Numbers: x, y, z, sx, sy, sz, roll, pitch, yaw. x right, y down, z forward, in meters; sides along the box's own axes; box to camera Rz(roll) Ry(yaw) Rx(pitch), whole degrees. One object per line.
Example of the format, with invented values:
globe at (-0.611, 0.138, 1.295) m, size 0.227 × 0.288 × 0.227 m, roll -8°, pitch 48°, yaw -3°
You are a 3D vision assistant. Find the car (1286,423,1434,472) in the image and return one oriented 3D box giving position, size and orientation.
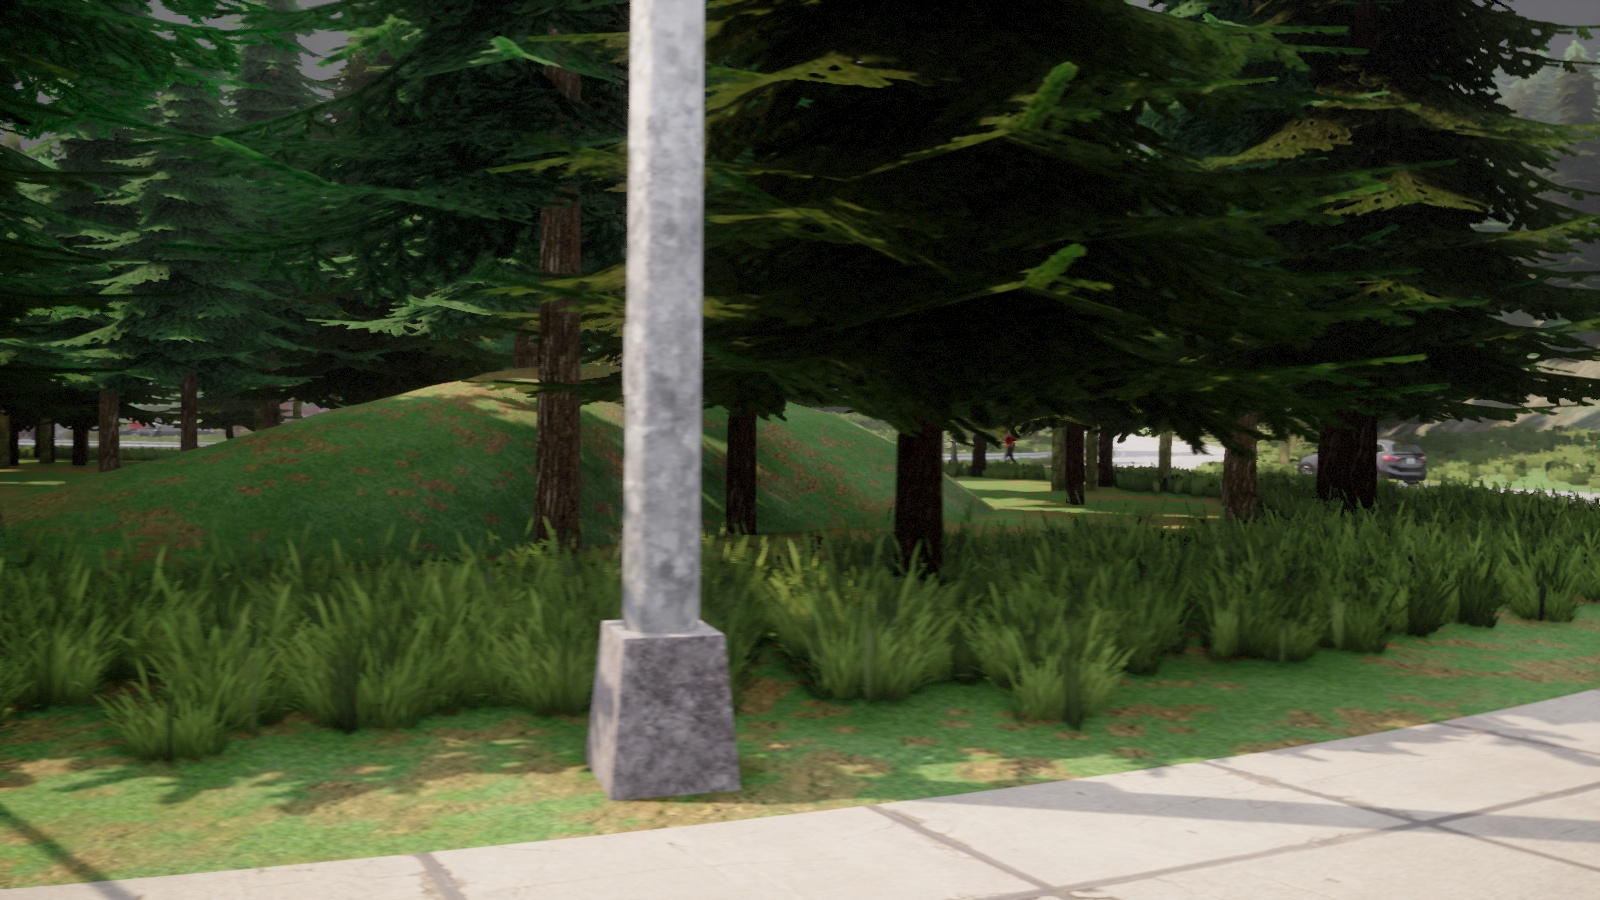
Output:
car at (20.468, -0.107, 46.089) m, size 2.242 × 1.667 × 4.611 m, roll -1°, pitch 1°, yaw -26°

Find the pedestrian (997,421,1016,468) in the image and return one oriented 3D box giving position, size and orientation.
pedestrian at (8.095, -0.205, 49.201) m, size 0.636 × 1.846 × 0.331 m, roll 0°, pitch 1°, yaw 35°
